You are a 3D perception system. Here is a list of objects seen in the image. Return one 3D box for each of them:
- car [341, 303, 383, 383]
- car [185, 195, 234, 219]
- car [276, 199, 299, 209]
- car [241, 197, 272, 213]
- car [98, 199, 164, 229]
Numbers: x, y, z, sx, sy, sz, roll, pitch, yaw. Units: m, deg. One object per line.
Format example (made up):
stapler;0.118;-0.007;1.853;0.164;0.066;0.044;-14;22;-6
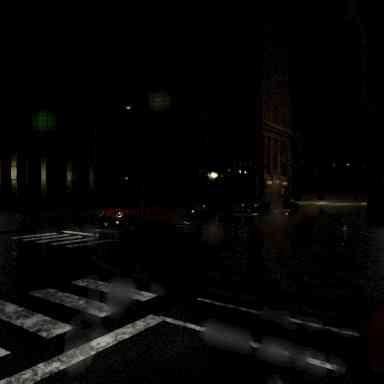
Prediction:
car;3.534;1.221;1.168;5.566;2.045;2.150;0;0;36
car;1.686;1.257;29.801;2.150;2.045;5.566;0;0;36
car;13.124;1.624;45.650;1.994;1.385;4.181;0;0;36
car;7.390;1.399;37.716;2.097;1.767;4.553;0;0;36
car;-3.920;1.376;21.976;2.097;1.767;4.553;0;0;35
